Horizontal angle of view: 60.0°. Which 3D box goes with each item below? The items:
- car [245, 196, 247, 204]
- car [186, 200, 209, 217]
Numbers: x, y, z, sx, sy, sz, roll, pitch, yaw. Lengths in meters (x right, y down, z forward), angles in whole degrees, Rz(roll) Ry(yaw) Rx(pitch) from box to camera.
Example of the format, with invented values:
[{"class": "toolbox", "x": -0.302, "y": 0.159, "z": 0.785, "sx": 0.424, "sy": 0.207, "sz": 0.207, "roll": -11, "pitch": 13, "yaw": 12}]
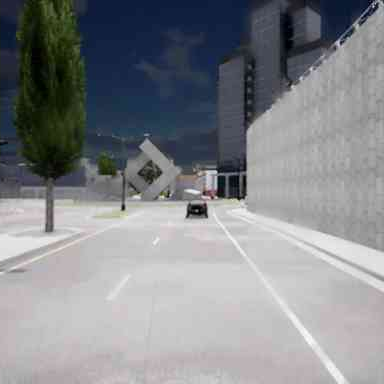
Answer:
[{"class": "car", "x": 10.049, "y": 1.164, "z": 49.062, "sx": 2.150, "sy": 2.045, "sz": 5.566, "roll": 1, "pitch": 0, "yaw": 44}, {"class": "car", "x": 0.495, "y": 1.425, "z": 30.388, "sx": 1.882, "sy": 1.535, "sz": 5.008, "roll": 0, "pitch": 0, "yaw": 2}]
